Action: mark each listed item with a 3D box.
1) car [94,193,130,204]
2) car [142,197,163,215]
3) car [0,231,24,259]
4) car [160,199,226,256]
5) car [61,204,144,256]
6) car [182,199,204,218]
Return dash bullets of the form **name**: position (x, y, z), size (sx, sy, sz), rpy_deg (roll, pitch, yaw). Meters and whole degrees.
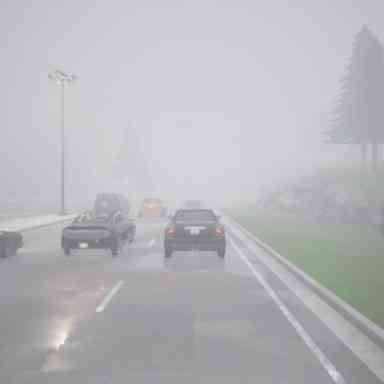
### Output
- **car**: position (-6.896, 1.130, 29.087), size (2.150, 2.045, 5.566), rpy_deg (0, 0, 0)
- **car**: position (-3.388, 1.258, 29.772), size (2.097, 1.767, 4.553), rpy_deg (0, 0, 0)
- **car**: position (-6.900, 1.518, 9.394), size (2.033, 1.411, 5.357), rpy_deg (0, 0, 0)
- **car**: position (0.099, 1.311, 13.015), size (2.097, 1.767, 4.553), rpy_deg (0, 0, 0)
- **car**: position (-3.401, 1.451, 12.855), size (2.128, 1.511, 4.902), rpy_deg (0, 0, 0)
- **car**: position (0.113, 1.410, 30.096), size (1.837, 1.490, 4.892), rpy_deg (0, 0, 0)
